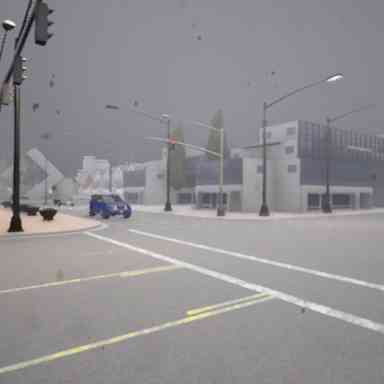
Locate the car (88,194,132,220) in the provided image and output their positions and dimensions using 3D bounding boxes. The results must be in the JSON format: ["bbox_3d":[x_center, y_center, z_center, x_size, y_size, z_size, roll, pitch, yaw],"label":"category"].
[{"bbox_3d":[-7.195,1.225,28.767,2.150,2.045,5.566,1,0,-35],"label":"car"}]

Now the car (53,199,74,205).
[{"bbox_3d":[-16.087,1.180,41.577,2.128,1.511,4.902,1,0,-35],"label":"car"}]
